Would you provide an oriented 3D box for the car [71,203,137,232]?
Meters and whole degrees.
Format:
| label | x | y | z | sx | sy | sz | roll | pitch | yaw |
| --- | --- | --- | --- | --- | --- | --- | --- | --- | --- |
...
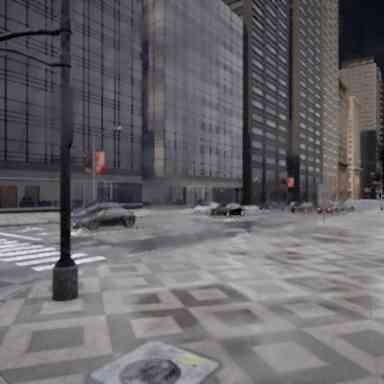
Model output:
| label | x | y | z | sx | sy | sz | roll | pitch | yaw |
| --- | --- | --- | --- | --- | --- | --- | --- | --- | --- |
| car | -5.622 | 1.666 | 21.492 | 1.812 | 1.442 | 4.674 | 0 | -1 | 36 |

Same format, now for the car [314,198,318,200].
| label | x | y | z | sx | sy | sz | roll | pitch | yaw |
| --- | --- | --- | --- | --- | --- | --- | --- | --- | --- |
| car | 20.398 | 1.901 | 51.730 | 2.150 | 2.045 | 5.566 | 0 | -1 | 36 |

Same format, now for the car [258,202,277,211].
| label | x | y | z | sx | sy | sz | roll | pitch | yaw |
| --- | --- | --- | --- | --- | --- | --- | --- | --- | --- |
| car | 12.180 | 2.206 | 51.464 | 2.033 | 1.411 | 5.357 | 0 | -1 | 36 |

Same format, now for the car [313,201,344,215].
| label | x | y | z | sx | sy | sz | roll | pitch | yaw |
| --- | --- | --- | --- | --- | --- | --- | --- | --- | --- |
| car | 17.130 | 2.146 | 41.595 | 1.895 | 1.301 | 4.718 | 0 | -1 | 36 |

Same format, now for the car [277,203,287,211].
| label | x | y | z | sx | sy | sz | roll | pitch | yaw |
| --- | --- | --- | --- | --- | --- | --- | --- | --- | --- |
| car | 14.813 | 2.162 | 49.559 | 1.812 | 1.442 | 4.674 | 0 | -1 | 36 |

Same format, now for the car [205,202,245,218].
| label | x | y | z | sx | sy | sz | roll | pitch | yaw |
| --- | --- | --- | --- | --- | --- | --- | --- | --- | --- |
| car | 3.749 | 1.833 | 34.439 | 1.882 | 1.535 | 5.008 | 0 | -1 | 36 |

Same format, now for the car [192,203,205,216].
| label | x | y | z | sx | sy | sz | roll | pitch | yaw |
| --- | --- | --- | --- | --- | --- | --- | --- | --- | --- |
| car | 1.868 | 1.896 | 37.390 | 1.812 | 1.442 | 4.674 | 0 | -1 | 36 |

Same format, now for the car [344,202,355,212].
| label | x | y | z | sx | sy | sz | roll | pitch | yaw |
| --- | --- | --- | --- | --- | --- | --- | --- | --- | --- |
| car | 23.011 | 2.229 | 49.797 | 2.033 | 1.411 | 5.357 | 0 | -1 | 36 |

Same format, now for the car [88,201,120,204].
| label | x | y | z | sx | sy | sz | roll | pitch | yaw |
| --- | --- | --- | --- | --- | --- | --- | --- | --- | --- |
| car | -7.125 | 1.516 | 24.971 | 2.097 | 1.767 | 4.553 | 0 | -1 | 36 |

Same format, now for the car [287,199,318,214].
| label | x | y | z | sx | sy | sz | roll | pitch | yaw |
| --- | --- | --- | --- | --- | --- | --- | --- | --- | --- |
| car | 14.478 | 2.047 | 43.474 | 1.837 | 1.490 | 4.892 | 0 | -1 | 36 |
